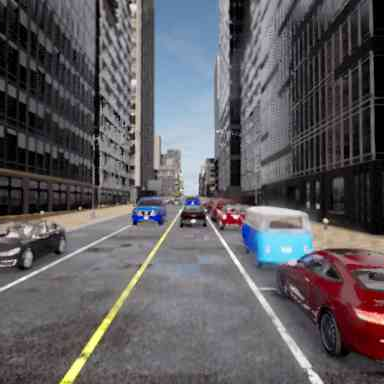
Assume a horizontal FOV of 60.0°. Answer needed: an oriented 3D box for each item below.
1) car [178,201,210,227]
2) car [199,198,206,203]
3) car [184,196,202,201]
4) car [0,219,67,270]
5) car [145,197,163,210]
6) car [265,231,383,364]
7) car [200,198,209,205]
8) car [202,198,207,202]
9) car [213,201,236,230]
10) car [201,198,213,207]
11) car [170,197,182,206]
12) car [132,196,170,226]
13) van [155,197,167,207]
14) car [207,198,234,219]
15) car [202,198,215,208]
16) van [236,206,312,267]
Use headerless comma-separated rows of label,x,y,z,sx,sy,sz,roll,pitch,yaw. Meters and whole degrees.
car,0.095,1.699,24.734,1.837,1.490,4.892,0,0,0
car,2.688,2.233,89.620,1.752,1.417,4.829,1,0,0
car,0.092,1.577,45.574,2.150,2.045,5.566,0,0,0
car,-5.679,1.639,11.280,2.008,1.369,4.403,1,0,0
car,-5.681,1.708,50.306,2.192,1.841,5.009,1,0,0
car,2.702,1.628,5.794,1.802,1.307,4.206,1,0,0
car,2.691,2.098,72.889,1.752,1.417,4.829,1,0,0
car,2.701,1.622,39.259,2.192,1.841,5.009,1,0,0
car,2.702,1.616,22.525,1.967,1.590,4.097,1,0,0
car,2.694,1.923,61.565,1.967,1.590,4.097,1,0,0
car,-3.019,2.041,66.741,1.812,1.442,4.674,0,0,0
car,-3.104,1.418,25.278,2.150,2.045,5.566,0,0,0
van,-5.693,1.822,61.457,1.690,1.788,3.998,1,0,0
car,2.703,1.534,28.104,2.192,1.841,5.009,1,0,0
car,2.695,1.879,55.988,1.967,1.590,4.097,1,0,0
van,2.706,1.430,11.372,1.690,1.788,3.998,1,0,0
